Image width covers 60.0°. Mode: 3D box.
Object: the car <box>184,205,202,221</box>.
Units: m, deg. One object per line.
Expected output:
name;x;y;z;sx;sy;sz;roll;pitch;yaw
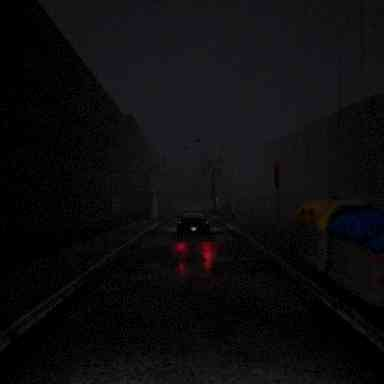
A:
car;0.099;2.196;35.868;1.882;1.535;5.008;0;-2;0

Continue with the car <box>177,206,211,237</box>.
car;0.084;1.744;19.322;1.812;1.442;4.674;0;-1;0
